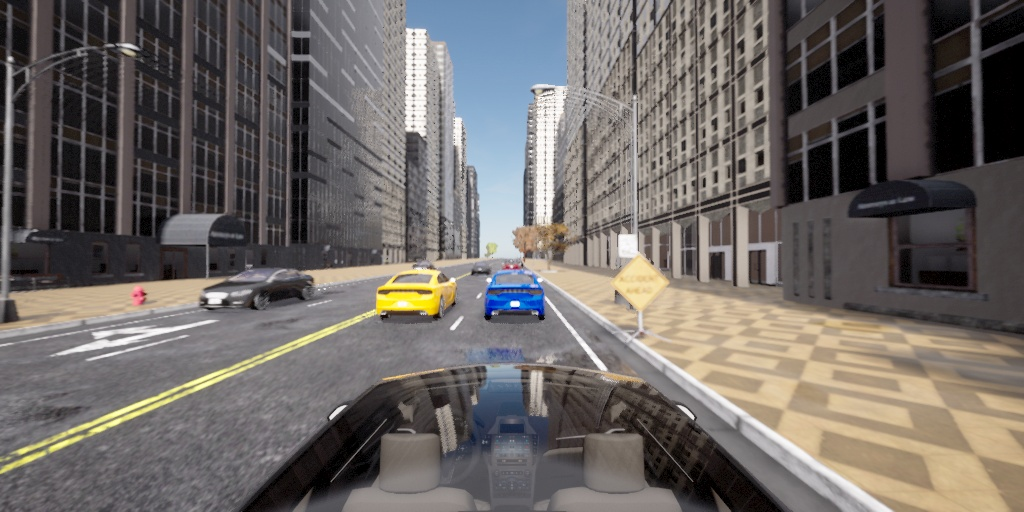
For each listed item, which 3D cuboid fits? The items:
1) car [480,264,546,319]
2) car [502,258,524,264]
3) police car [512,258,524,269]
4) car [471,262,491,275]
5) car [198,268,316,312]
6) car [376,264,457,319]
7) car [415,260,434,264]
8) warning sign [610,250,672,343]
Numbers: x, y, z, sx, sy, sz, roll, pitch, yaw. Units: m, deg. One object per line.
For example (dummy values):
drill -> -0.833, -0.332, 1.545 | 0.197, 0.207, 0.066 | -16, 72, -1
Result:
car -> 0.089, 1.230, 12.802 | 1.882, 1.535, 5.008 | 0, 0, 0
car -> -0.030, 1.109, 38.617 | 2.097, 1.767, 4.553 | 0, 0, 0
police car -> 0.916, 1.188, 58.053 | 1.930, 1.638, 5.238 | 0, 0, 0
car -> -3.279, 1.322, 38.759 | 1.994, 1.385, 4.181 | 0, 0, 0
car -> -9.861, 1.241, 14.352 | 2.128, 1.511, 4.902 | 0, 0, 0
car -> -3.162, 1.229, 12.803 | 1.882, 1.535, 5.008 | 0, 0, 0
car -> -9.821, 1.248, 39.874 | 2.128, 1.511, 4.902 | 0, 0, 0
warning sign -> 2.845, 0.868, 7.941 | 1.300, 1.860, 1.060 | 0, 0, 0
